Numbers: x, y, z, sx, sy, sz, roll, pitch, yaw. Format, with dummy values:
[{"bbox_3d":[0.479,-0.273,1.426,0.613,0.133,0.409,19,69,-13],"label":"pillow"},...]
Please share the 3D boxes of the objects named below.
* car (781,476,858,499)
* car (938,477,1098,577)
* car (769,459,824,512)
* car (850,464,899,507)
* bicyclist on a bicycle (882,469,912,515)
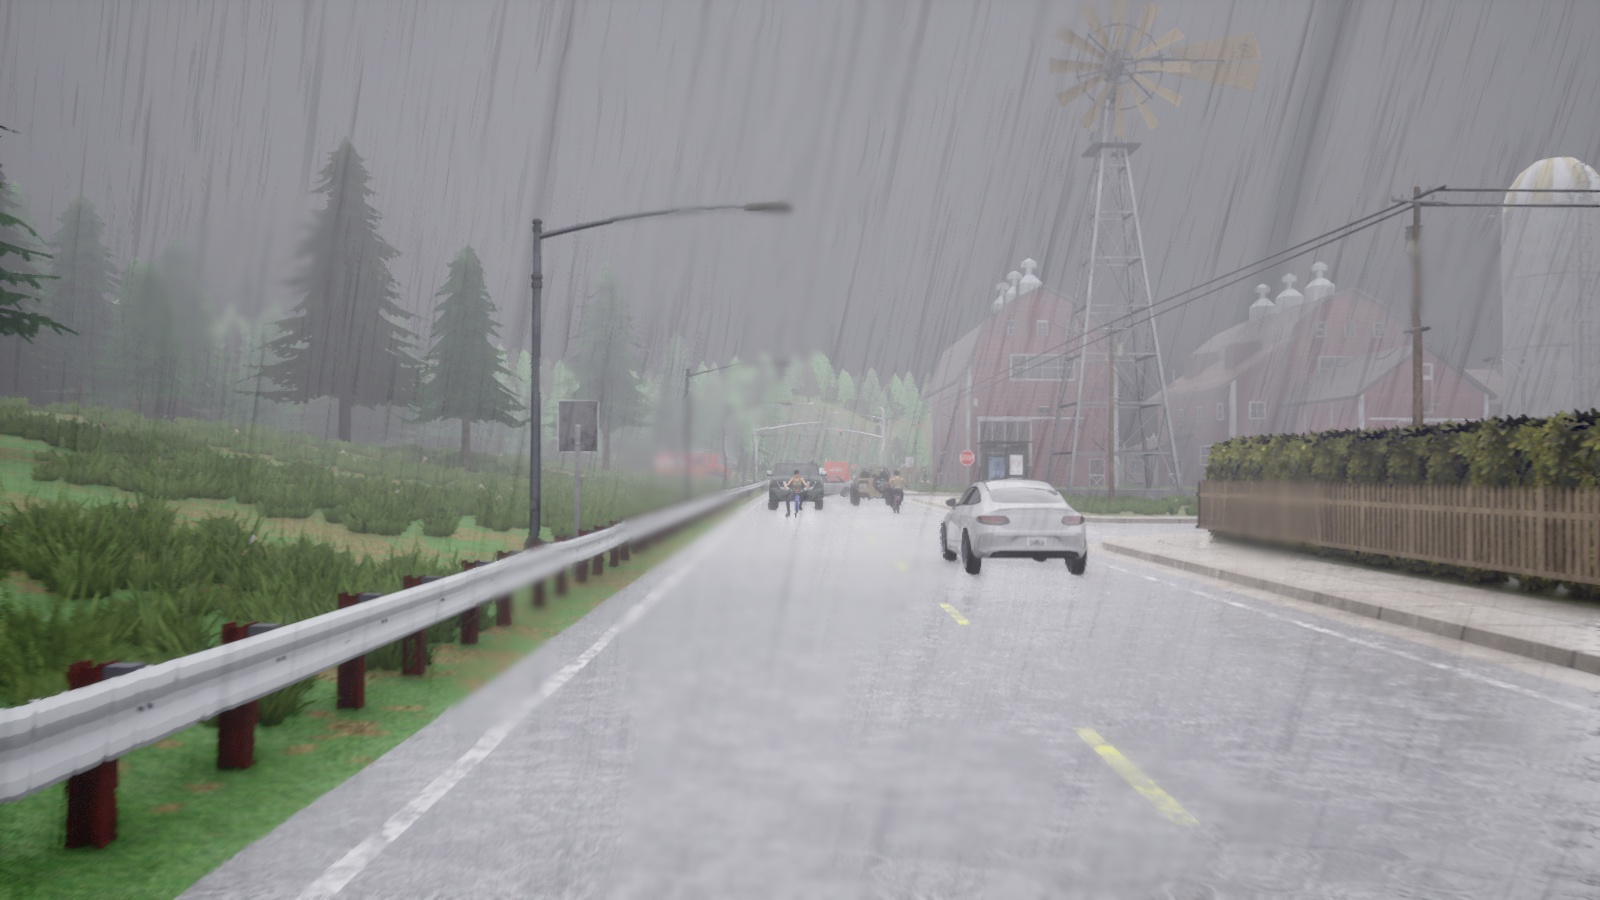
[{"bbox_3d":[1.197,2.191,74.894,1.895,1.301,4.718,-1,-1,42],"label":"car"},{"bbox_3d":[3.449,1.182,20.744,1.812,1.442,4.674,0,-1,0],"label":"car"},{"bbox_3d":[-0.125,1.417,51.633,2.150,2.045,5.566,0,-1,0],"label":"car"},{"bbox_3d":[3.361,1.594,57.044,1.932,1.855,4.605,0,-1,0],"label":"car"},{"bbox_3d":[3.521,1.520,45.786,0.866,1.612,1.509,0,-1,-3],"label":"bicyclist on a bicycle"}]
